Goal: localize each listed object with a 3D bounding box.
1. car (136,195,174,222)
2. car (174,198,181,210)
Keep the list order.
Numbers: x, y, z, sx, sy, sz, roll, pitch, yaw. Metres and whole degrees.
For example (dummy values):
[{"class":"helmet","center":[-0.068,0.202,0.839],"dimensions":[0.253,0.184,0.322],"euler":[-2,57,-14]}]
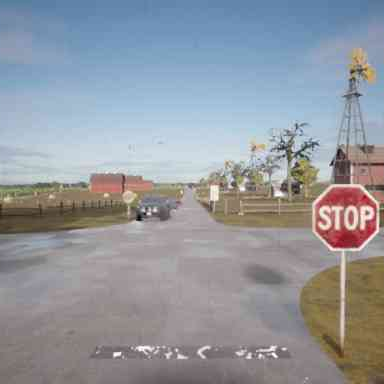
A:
[{"class":"car","center":[-2.968,1.244,26.718],"dimensions":[2.150,2.045,5.566],"euler":[0,0,2]},{"class":"car","center":[-2.866,1.655,44.271],"dimensions":[2.033,1.411,5.357],"euler":[0,0,0]}]
